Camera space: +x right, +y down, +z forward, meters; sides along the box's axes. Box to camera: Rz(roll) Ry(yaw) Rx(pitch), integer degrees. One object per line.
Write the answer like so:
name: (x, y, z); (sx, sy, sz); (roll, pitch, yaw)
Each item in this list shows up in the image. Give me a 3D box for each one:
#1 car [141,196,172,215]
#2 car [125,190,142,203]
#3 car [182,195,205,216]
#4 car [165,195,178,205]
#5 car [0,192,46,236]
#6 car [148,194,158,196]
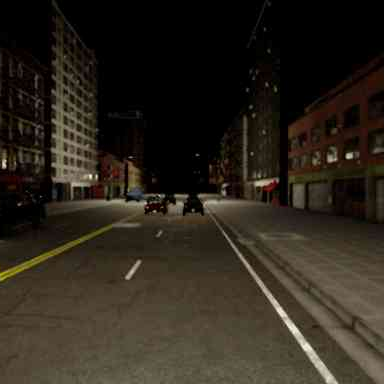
car: (-3.145, 1.313, 30.388); (1.895, 1.301, 4.718); (0, 1, 0)
car: (-9.742, 0.715, 56.022); (2.150, 2.045, 5.566); (0, 1, 0)
car: (0.112, 1.250, 29.100); (1.812, 1.442, 4.674); (0, 0, 0)
car: (-3.145, 1.087, 46.405); (1.812, 1.442, 4.674); (0, 1, 0)
car: (-9.747, 1.055, 17.564); (2.150, 2.045, 5.566); (0, 1, 0)
car: (-6.492, 1.044, 55.970); (1.994, 1.385, 4.181); (0, 0, 0)
